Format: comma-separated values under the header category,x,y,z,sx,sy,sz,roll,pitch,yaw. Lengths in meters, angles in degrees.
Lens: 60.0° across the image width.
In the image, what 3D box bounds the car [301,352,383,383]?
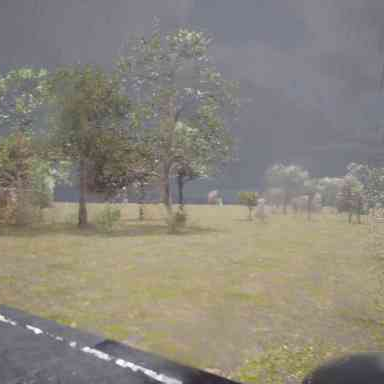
category,x,y,z,sx,sy,sz,roll,pitch,yaw
car,2.973,1.706,1.812,4.674,1.442,1.812,-1,-4,33
